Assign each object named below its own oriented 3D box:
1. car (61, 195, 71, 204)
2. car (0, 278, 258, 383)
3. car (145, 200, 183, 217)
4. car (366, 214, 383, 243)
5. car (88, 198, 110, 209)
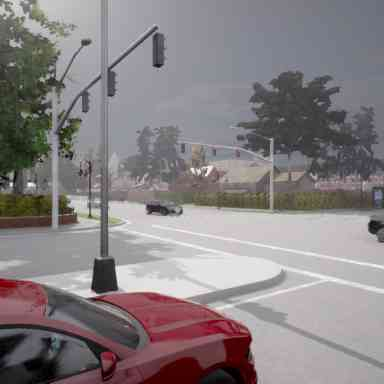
[{"bbox_3d":[-23.588,1.351,60.730,2.097,1.767,4.553,0,0,-35],"label":"car"},{"bbox_3d":[-1.653,1.478,2.590,5.008,1.535,1.882,0,0,-35],"label":"car"},{"bbox_3d":[-2.713,1.491,31.860,2.128,1.511,4.902,0,0,-36],"label":"car"},{"bbox_3d":[9.915,1.491,13.800,2.128,1.511,4.902,0,0,-34],"label":"car"},{"bbox_3d":[-12.885,1.526,45.871,1.812,1.442,4.674,0,0,-36],"label":"car"}]
